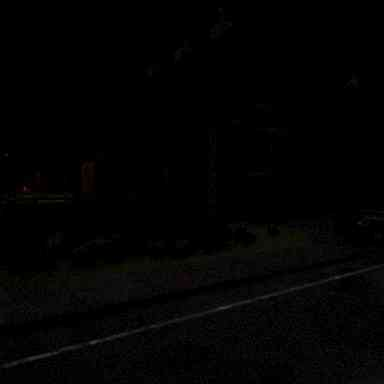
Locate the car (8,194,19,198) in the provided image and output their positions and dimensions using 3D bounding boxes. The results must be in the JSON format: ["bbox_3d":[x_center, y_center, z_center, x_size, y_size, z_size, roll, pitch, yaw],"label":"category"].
[{"bbox_3d":[-39.847,1.340,74.086,1.932,1.855,4.605,0,0,-35],"label":"car"}]

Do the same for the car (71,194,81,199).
[{"bbox_3d":[-23.884,1.344,69.117,1.905,1.878,3.866,0,0,-35],"label":"car"}]

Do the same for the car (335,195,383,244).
[{"bbox_3d":[7.481,1.146,14.322,1.905,1.878,3.866,6,3,12],"label":"car"}]
